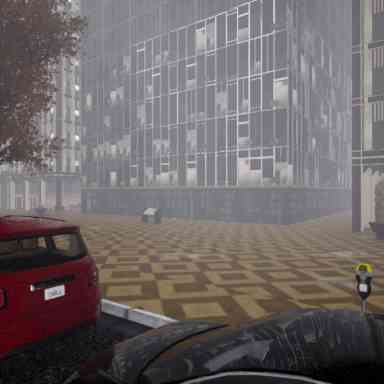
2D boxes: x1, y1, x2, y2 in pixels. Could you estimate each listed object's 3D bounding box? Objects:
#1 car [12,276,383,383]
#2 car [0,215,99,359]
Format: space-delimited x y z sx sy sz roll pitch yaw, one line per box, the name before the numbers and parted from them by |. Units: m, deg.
car | 0.865 1.566 2.260 4.313 1.339 1.947 0 0 36
car | -3.627 1.315 5.473 5.009 1.841 2.192 0 0 36
